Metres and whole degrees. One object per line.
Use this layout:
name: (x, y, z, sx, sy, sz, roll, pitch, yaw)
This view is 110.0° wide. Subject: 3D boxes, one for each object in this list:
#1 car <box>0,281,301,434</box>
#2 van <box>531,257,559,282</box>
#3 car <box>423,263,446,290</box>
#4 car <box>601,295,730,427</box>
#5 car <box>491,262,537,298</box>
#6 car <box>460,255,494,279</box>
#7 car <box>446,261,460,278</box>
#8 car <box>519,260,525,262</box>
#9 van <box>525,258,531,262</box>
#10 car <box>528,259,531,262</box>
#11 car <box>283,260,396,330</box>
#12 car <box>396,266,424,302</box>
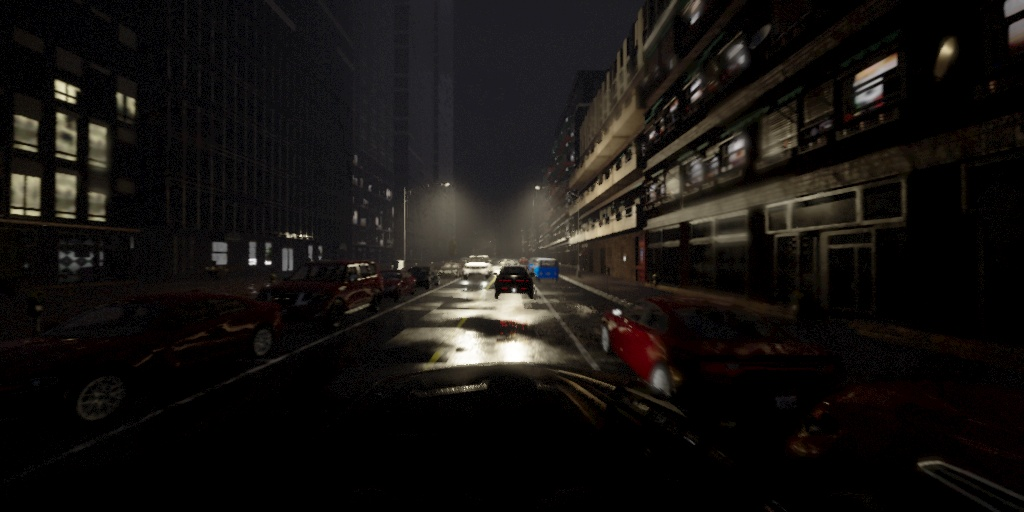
car: (-5.692, 1.292, 5.709, 1.888, 1.381, 4.507, 0, 0, 0)
van: (2.675, 1.068, 28.323, 1.690, 1.789, 3.998, 0, 0, 0)
car: (-5.702, 1.298, 22.649, 1.948, 1.339, 4.313, 0, 0, 0)
car: (2.689, 1.293, 5.738, 1.888, 1.381, 4.507, 0, 0, 0)
car: (0.090, 1.245, 18.302, 1.837, 1.490, 4.892, 0, 1, 0)
car: (-3.022, 0.941, 32.422, 2.150, 2.045, 5.566, 0, 0, 0)
car: (-5.709, 1.271, 33.941, 2.007, 1.370, 4.403, 0, 0, 0)
car: (0.079, 1.318, 37.263, 1.895, 1.301, 4.718, 0, 0, 0)
van: (2.669, 1.055, 39.617, 1.690, 1.789, 3.998, 0, 0, 0)
car: (2.672, 1.272, 33.971, 2.007, 1.370, 4.403, 0, 0, 0)
car: (-5.695, 1.058, 11.356, 2.192, 1.841, 5.009, 0, 0, 0)
car: (-5.699, 1.320, 17.001, 1.802, 1.307, 4.207, 0, 0, 0)
